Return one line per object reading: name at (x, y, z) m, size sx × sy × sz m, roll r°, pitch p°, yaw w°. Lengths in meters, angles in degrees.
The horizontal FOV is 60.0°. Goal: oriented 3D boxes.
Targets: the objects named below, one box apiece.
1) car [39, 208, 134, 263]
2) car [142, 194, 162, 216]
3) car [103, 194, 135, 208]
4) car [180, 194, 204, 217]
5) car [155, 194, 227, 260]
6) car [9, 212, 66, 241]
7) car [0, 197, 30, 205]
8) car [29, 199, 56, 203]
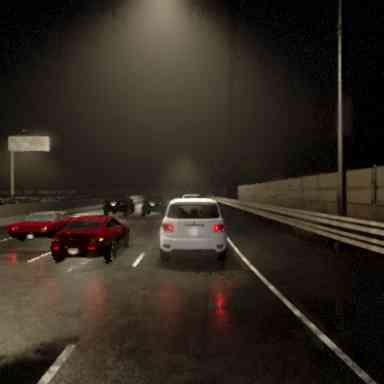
car at (-3.444, 1.534, 11.952) m, size 1.812 × 1.442 × 4.674 m, roll 0°, pitch 0°, yaw 0°
car at (-3.541, 1.247, 32.407) m, size 2.150 × 2.045 × 5.566 m, roll 0°, pitch 0°, yaw 0°
car at (-7.040, 1.247, 32.389) m, size 2.150 × 2.045 × 5.566 m, roll 0°, pitch 0°, yaw 0°
car at (-0.040, 1.247, 32.449) m, size 2.150 × 2.045 × 5.566 m, roll 0°, pitch 0°, yaw 0°
car at (0.053, 1.233, 12.648) m, size 2.150 × 2.045 × 5.566 m, roll 0°, pitch 0°, yaw 0°
car at (-6.951, 1.613, 16.521) m, size 1.895 × 1.301 × 4.718 m, roll 0°, pitch 0°, yaw 0°
car at (-21.296, 1.384, 40.699) m, size 2.097 × 1.767 × 4.553 m, roll 0°, pitch 0°, yaw 0°
car at (-17.800, 1.597, 41.047) m, size 1.994 × 1.385 × 4.181 m, roll 0°, pitch 0°, yaw 0°
